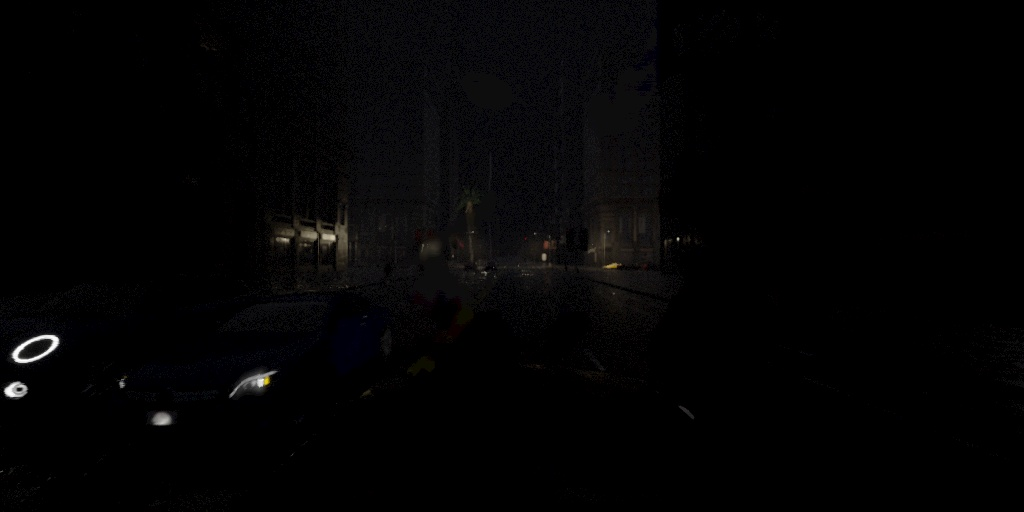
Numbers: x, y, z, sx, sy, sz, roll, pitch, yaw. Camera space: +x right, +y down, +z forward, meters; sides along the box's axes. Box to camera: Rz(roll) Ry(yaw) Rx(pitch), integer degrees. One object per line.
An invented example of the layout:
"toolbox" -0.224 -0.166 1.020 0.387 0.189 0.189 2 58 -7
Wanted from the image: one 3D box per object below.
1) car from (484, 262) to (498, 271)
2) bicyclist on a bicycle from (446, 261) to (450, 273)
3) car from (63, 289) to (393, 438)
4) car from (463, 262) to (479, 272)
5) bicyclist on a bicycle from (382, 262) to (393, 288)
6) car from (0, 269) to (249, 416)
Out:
"car" -3.261 1.685 56.939 1.837 1.490 4.892 0 -1 0
"bicyclist on a bicycle" -8.762 1.542 48.823 0.866 1.612 1.509 0 -1 0
"car" -3.351 1.311 5.762 1.812 1.442 4.674 0 0 0
"car" -6.511 1.692 56.912 1.812 1.442 4.674 0 -1 0
"bicyclist on a bicycle" -8.757 1.315 25.155 0.659 1.776 1.843 0 -1 0
"car" -6.602 1.142 6.249 2.097 1.767 4.553 0 0 0
